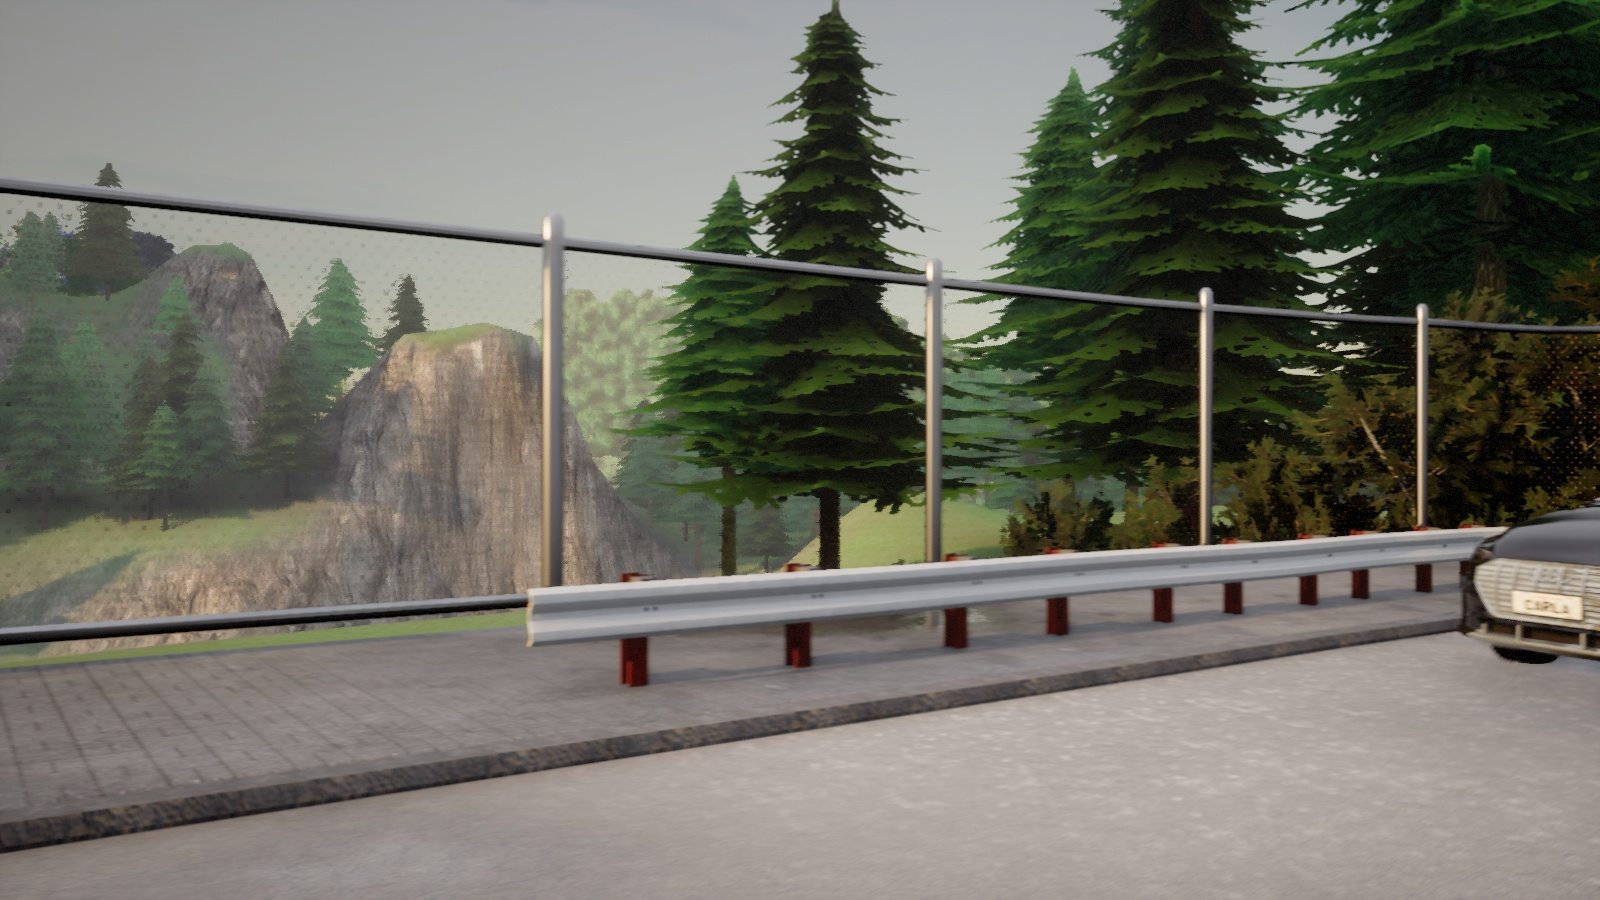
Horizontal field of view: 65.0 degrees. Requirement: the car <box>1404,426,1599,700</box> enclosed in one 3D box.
[{"bbox_3d":[6.885,0.683,8.872,4.856,1.649,2.033,0,0,-24],"label":"car"}]
